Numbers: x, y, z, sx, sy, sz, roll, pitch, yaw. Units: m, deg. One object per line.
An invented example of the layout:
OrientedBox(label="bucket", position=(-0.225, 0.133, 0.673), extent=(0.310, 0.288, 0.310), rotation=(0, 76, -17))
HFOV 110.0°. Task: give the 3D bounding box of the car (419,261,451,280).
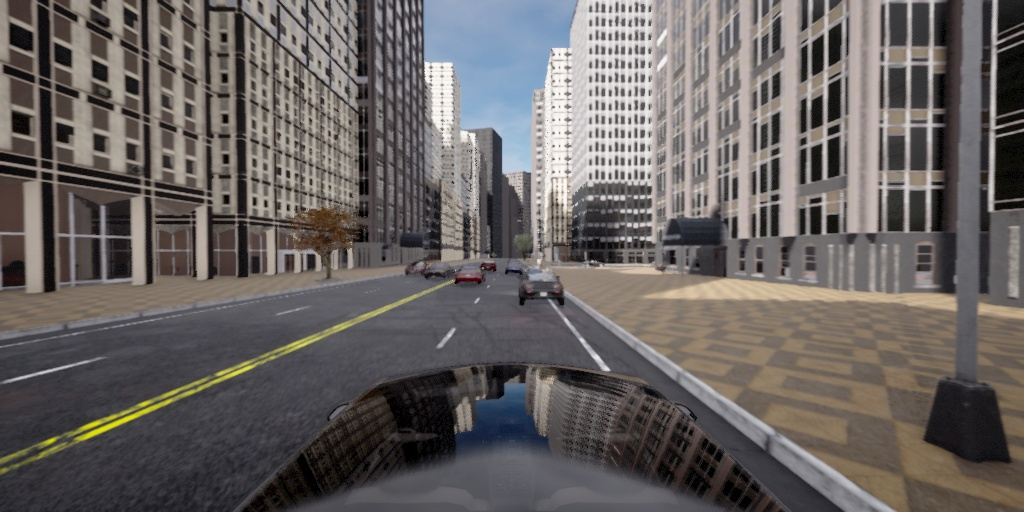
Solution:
OrientedBox(label="car", position=(-6.466, 1.311, 32.305), extent=(2.033, 1.411, 5.357), rotation=(0, 0, 0))

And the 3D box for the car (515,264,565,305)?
OrientedBox(label="car", position=(1.197, 1.273, 15.822), extent=(1.812, 1.442, 4.674), rotation=(0, 0, 0))

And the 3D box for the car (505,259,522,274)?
OrientedBox(label="car", position=(0.216, 1.313, 41.446), extent=(1.994, 1.385, 4.181), rotation=(0, 0, 1))

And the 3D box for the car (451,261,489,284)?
OrientedBox(label="car", position=(-3.048, 1.320, 26.835), extent=(1.994, 1.385, 4.181), rotation=(0, 0, 0))

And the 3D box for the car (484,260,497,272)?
OrientedBox(label="car", position=(-2.971, 1.233, 46.825), extent=(1.882, 1.535, 5.008), rotation=(0, 0, 0))

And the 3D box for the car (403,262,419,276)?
OrientedBox(label="car", position=(-9.677, 1.296, 37.269), extent=(1.812, 1.442, 4.674), rotation=(0, 0, 1))
